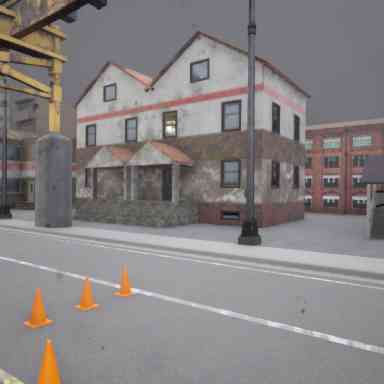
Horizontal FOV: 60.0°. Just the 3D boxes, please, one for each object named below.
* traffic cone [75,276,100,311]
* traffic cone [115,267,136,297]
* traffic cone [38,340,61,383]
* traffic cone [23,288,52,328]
[{"bbox_3d":[-2.048,1.949,6.498,0.340,0.580,0.340,0,0,36],"label":"traffic cone"},{"bbox_3d":[-1.464,1.949,7.310,0.340,0.580,0.340,0,0,36],"label":"traffic cone"},{"bbox_3d":[-1.595,1.952,3.707,0.340,0.580,0.340,0,0,36],"label":"traffic cone"},{"bbox_3d":[-2.633,1.949,5.687,0.340,0.580,0.340,0,0,36],"label":"traffic cone"}]
